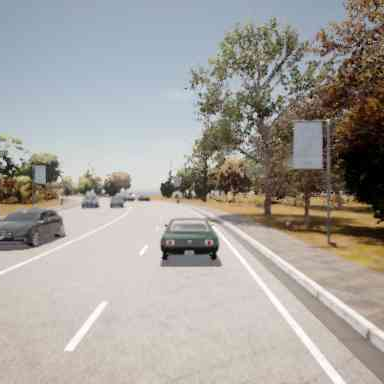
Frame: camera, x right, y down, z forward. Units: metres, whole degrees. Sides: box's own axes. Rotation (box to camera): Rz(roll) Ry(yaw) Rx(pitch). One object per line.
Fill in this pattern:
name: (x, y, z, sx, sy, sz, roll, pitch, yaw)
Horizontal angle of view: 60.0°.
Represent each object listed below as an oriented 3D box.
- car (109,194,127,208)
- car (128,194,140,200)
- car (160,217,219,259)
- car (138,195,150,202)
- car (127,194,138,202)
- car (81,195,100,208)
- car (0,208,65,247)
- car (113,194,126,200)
car: (-10.249, 1.399, 45.772, 1.837, 1.490, 4.892, 0, 0, -10)
car: (-14.240, 1.155, 81.479, 1.812, 1.442, 4.674, 0, 0, -26)
car: (-0.123, 1.605, 12.579, 1.895, 1.301, 4.718, 0, 0, -1)
car: (-10.441, 1.363, 72.274, 1.994, 1.385, 4.181, 0, 0, -22)
car: (-13.512, 1.339, 70.497, 2.033, 1.411, 5.357, 0, 0, -22)
car: (-13.697, 1.238, 45.160, 2.097, 1.767, 4.553, 0, 0, -10)
car: (-7.297, 1.499, 14.992, 1.837, 1.490, 4.892, 0, 0, -2)
car: (-17.570, 1.177, 80.336, 2.033, 1.411, 5.357, 0, 0, -26)
